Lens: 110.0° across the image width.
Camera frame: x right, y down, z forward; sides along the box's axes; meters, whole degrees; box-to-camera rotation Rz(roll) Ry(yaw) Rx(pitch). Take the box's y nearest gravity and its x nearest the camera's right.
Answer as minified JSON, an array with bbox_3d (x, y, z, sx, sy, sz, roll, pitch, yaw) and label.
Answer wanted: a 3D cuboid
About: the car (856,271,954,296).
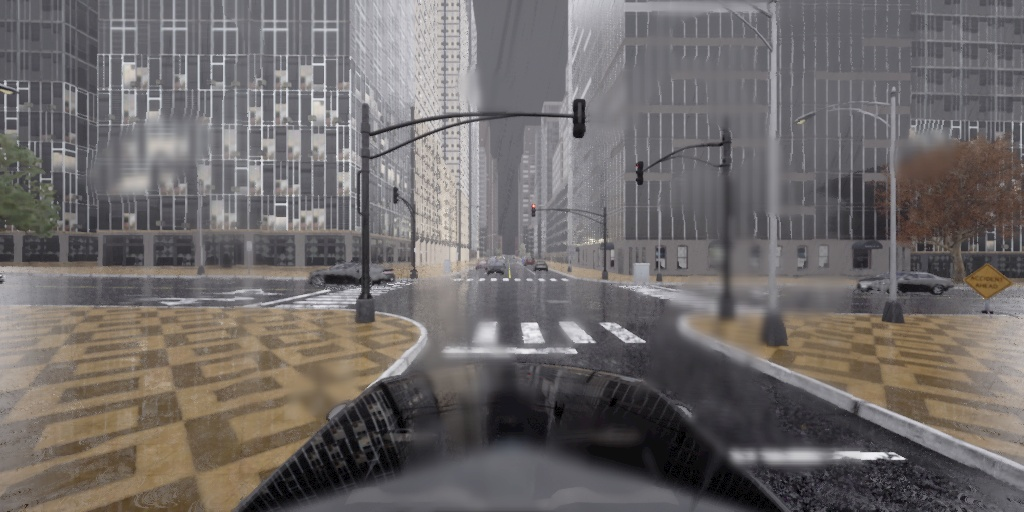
[{"bbox_3d":[24.794,1.712,22.845,4.902,1.511,2.128,1,0,-3],"label":"car"}]

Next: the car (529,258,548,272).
[{"bbox_3d":[3.663,1.324,46.708,1.948,1.339,4.313,0,0,-1],"label":"car"}]

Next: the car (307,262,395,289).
[{"bbox_3d":[-9.317,1.093,20.844,4.902,1.511,2.128,1,0,6],"label":"car"}]

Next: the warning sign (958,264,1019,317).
[{"bbox_3d":[17.212,1.203,12.986,1.060,1.860,1.300,0,0,-3],"label":"warning sign"}]

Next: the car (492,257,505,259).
[{"bbox_3d":[-1.885,1.258,56.878,1.837,1.490,4.892,0,0,0],"label":"car"}]

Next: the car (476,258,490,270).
[{"bbox_3d":[-4.322,1.337,52.153,1.802,1.307,4.207,0,0,-1],"label":"car"}]

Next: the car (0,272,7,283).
[{"bbox_3d":[-27.411,0.819,16.661,5.357,1.411,2.033,1,0,-3],"label":"car"}]

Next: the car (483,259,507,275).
[{"bbox_3d":[-1.721,1.310,39.084,2.033,1.411,5.357,0,0,-1],"label":"car"}]
